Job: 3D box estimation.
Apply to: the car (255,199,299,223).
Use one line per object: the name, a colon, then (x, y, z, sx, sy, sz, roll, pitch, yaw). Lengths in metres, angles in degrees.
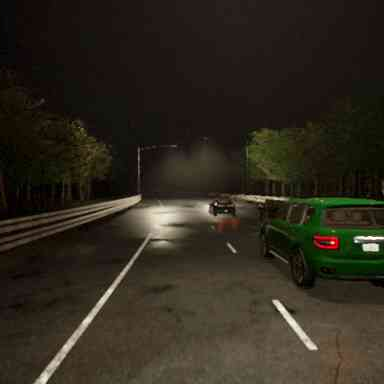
car: (6.326, 1.352, 25.316, 1.837, 1.490, 4.892, 0, 0, -3)

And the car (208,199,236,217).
car: (2.587, 1.318, 29.201, 2.128, 1.511, 4.902, 0, 0, -4)

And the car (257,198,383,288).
car: (3.461, 1.170, 9.233, 2.150, 2.045, 5.566, 0, 0, -1)
